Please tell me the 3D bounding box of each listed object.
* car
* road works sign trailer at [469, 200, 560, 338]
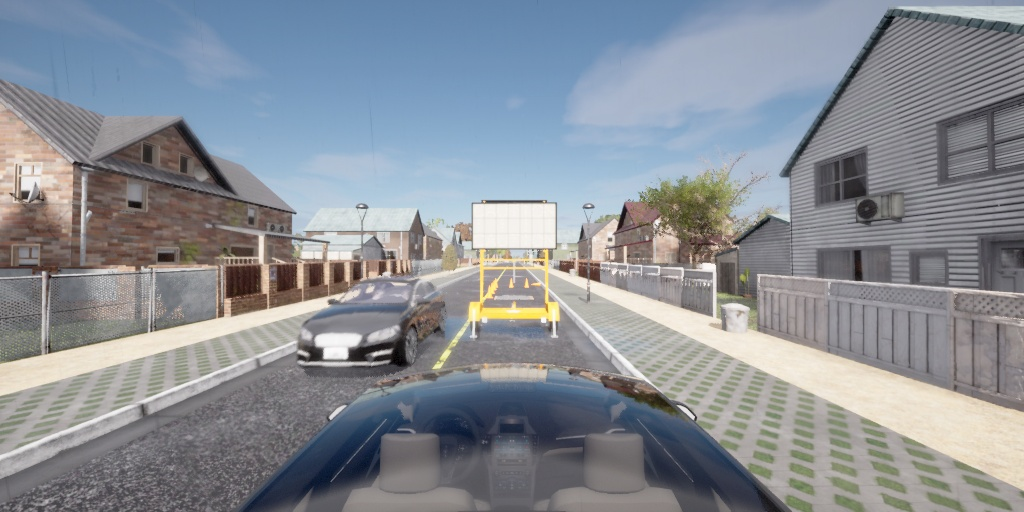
[{"bbox_3d":[-2.710,1.245,7.996,2.128,1.511,4.902,0,0,0],"label":"car"},{"bbox_3d":[0.065,0.220,10.226,2.380,3.560,2.880,0,0,1],"label":"road works sign trailer"}]
